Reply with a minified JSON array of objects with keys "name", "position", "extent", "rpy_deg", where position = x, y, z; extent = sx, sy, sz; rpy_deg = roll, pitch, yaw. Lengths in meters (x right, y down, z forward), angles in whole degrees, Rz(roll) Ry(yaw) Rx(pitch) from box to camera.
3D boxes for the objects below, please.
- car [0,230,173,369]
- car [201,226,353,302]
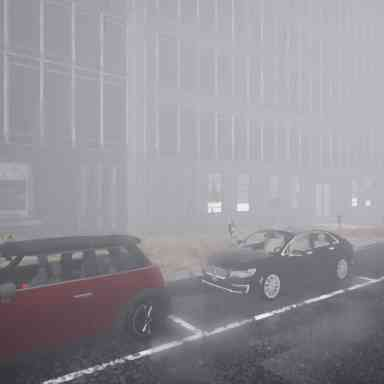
[{"name":"car","position":[-2.391,1.440,4.856],"extent":[4.097,1.590,1.967],"rpy_deg":[0,0,-36]},{"name":"car","position":[2.239,1.550,8.167],"extent":[4.403,1.369,2.008],"rpy_deg":[0,0,-36]}]
